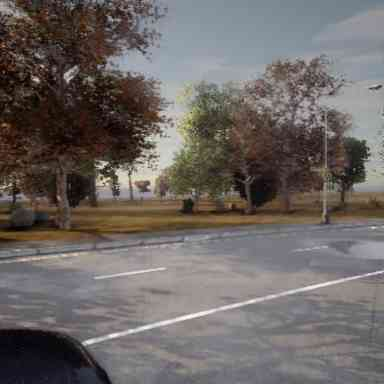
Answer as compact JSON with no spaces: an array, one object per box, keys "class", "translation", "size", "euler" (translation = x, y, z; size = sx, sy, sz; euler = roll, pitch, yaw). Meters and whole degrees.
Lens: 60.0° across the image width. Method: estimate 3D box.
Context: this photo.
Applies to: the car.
[{"class":"car","translation":[-2.464,1.554,1.842],"size":[4.181,1.385,1.994],"euler":[0,0,-36]}]
